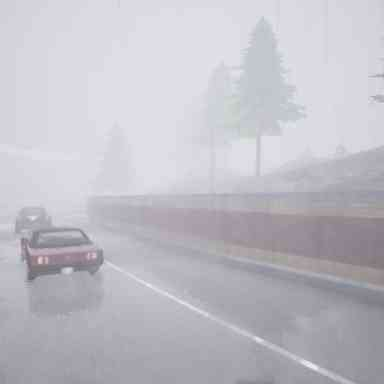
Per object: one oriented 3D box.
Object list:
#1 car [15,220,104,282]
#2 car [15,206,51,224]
[{"bbox_3d":[-4.336,1.775,10.541,1.895,1.301,4.718,0,-1,-30],"label":"car"},{"bbox_3d":[-10.842,1.734,22.836,2.097,1.767,4.553,0,-1,-24],"label":"car"}]
